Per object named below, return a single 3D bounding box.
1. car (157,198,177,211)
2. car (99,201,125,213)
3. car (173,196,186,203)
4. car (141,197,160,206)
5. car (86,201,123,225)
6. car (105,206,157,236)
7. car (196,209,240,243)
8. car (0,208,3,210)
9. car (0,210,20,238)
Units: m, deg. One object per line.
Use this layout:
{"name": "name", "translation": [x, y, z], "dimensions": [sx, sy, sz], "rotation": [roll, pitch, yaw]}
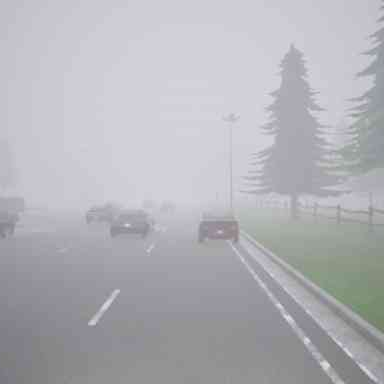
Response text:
{"name": "car", "translation": [-3.368, 1.899, 45.859], "dimensions": [1.812, 1.442, 4.674], "rotation": [0, 0, 0]}
{"name": "car", "translation": [-10.355, 1.901, 43.507], "dimensions": [2.033, 1.411, 5.357], "rotation": [0, 0, 0]}
{"name": "car", "translation": [-3.408, 2.281, 93.042], "dimensions": [2.128, 1.511, 4.902], "rotation": [0, 0, 0]}
{"name": "car", "translation": [-6.847, 1.933, 54.193], "dimensions": [2.128, 1.511, 4.902], "rotation": [0, 0, 0]}
{"name": "car", "translation": [-6.874, 1.705, 26.286], "dimensions": [2.128, 1.511, 4.902], "rotation": [0, 0, 0]}
{"name": "car", "translation": [-3.382, 1.722, 19.412], "dimensions": [1.994, 1.385, 4.181], "rotation": [0, 0, 0]}
{"name": "car", "translation": [1.241, 1.617, 17.058], "dimensions": [1.882, 1.535, 5.008], "rotation": [0, 0, 0]}
{"name": "car", "translation": [-13.879, 1.731, 22.588], "dimensions": [2.033, 1.411, 5.357], "rotation": [0, 0, 0]}
{"name": "car", "translation": [-10.386, 1.729, 15.691], "dimensions": [1.895, 1.301, 4.718], "rotation": [0, 0, 0]}
